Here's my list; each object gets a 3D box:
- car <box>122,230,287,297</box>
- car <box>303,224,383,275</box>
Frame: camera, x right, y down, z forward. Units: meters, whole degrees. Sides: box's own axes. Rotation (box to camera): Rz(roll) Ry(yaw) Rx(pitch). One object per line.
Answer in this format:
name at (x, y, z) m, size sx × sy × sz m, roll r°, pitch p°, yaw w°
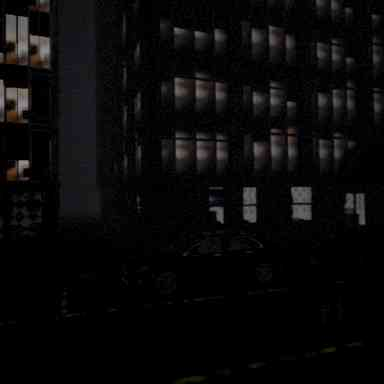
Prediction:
car at (0.386, 1.720, 8.785) m, size 4.403 × 1.369 × 2.008 m, roll 0°, pitch -2°, yaw -21°
car at (5.702, 1.740, 10.797) m, size 4.313 × 1.339 × 1.947 m, roll 0°, pitch -2°, yaw -21°
